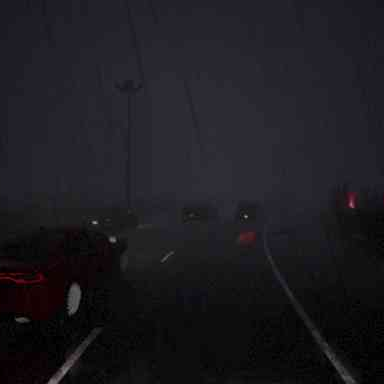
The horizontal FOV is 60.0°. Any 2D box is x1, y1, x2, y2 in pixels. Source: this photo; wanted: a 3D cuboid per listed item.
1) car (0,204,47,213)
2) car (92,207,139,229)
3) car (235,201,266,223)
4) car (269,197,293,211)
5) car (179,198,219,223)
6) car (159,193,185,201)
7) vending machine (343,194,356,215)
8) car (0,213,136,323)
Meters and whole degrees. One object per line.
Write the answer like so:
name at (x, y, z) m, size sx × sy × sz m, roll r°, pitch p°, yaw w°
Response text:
car at (-11.194, 1.552, 22.435) m, size 1.895 × 1.301 × 4.718 m, roll 0°, pitch 0°, yaw 14°
car at (-4.567, 1.538, 18.988) m, size 1.994 × 1.385 × 4.181 m, roll 0°, pitch 0°, yaw 12°
car at (4.585, 1.504, 26.021) m, size 1.837 × 1.490 × 4.892 m, roll 0°, pitch 0°, yaw 18°
car at (10.918, 1.363, 40.487) m, size 2.097 × 1.767 × 4.553 m, roll 0°, pitch 0°, yaw 28°
car at (0.701, 1.465, 25.335) m, size 1.882 × 1.535 × 5.008 m, roll 0°, pitch 0°, yaw 17°
car at (-3.403, 1.176, 57.826) m, size 2.150 × 2.045 × 5.566 m, roll 0°, pitch 0°, yaw 33°
vending machine at (15.621, 1.226, 32.970) m, size 1.100 × 2.100 × 0.880 m, roll 0°, pitch 0°, yaw 26°
car at (-2.885, 1.464, 7.358) m, size 1.882 × 1.535 × 5.008 m, roll 0°, pitch 0°, yaw 5°
